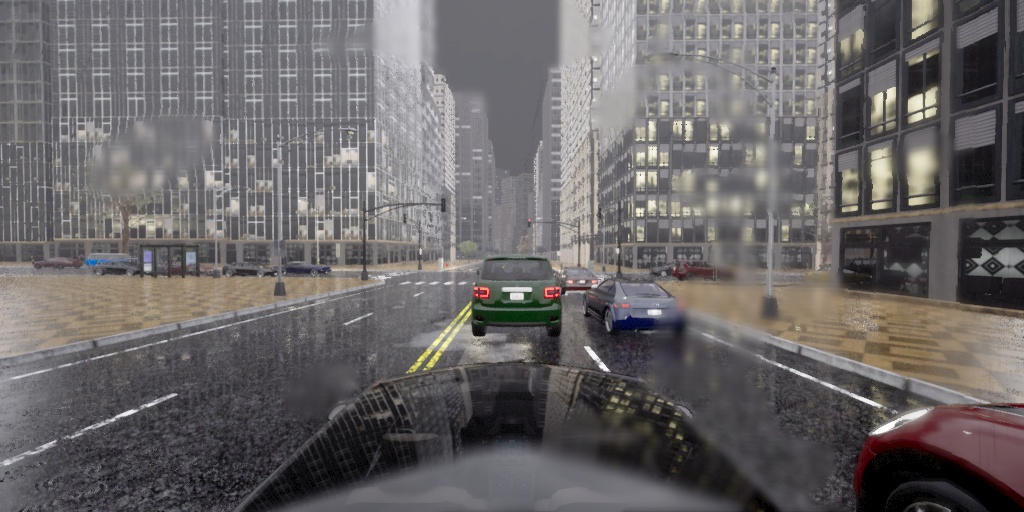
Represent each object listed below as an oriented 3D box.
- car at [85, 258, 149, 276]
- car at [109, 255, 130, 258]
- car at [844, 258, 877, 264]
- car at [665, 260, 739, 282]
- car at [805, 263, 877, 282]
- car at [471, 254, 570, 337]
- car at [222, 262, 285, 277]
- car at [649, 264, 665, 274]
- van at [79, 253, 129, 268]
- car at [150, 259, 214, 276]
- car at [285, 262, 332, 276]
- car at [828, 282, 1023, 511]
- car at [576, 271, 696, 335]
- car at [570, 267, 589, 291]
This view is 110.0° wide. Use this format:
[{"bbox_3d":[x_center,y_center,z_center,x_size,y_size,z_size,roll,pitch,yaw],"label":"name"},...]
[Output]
[{"bbox_3d":[-34.048,1.068,31.483,4.313,1.339,1.948,0,0,1],"label":"car"},{"bbox_3d":[-34.544,0.946,34.127,4.902,1.511,2.128,1,1,1],"label":"car"},{"bbox_3d":[34.180,1.236,36.001,5.566,2.045,2.150,0,1,1],"label":"car"},{"bbox_3d":[16.240,1.268,30.568,5.009,1.841,2.192,0,0,1],"label":"car"},{"bbox_3d":[27.688,1.577,30.353,4.829,1.417,1.751,0,0,1],"label":"car"},{"bbox_3d":[0.114,0.967,10.434,2.150,2.045,5.566,0,0,0],"label":"car"},{"bbox_3d":[-22.684,1.172,31.158,4.313,1.339,1.948,0,0,1],"label":"car"},{"bbox_3d":[16.469,1.364,36.369,4.892,1.490,1.837,0,1,-1],"label":"car"},{"bbox_3d":[-45.226,0.603,40.161,3.998,1.789,1.690,0,0,1],"label":"van"},{"bbox_3d":[-28.368,1.136,31.300,4.207,1.307,1.802,0,0,1],"label":"car"},{"bbox_3d":[-19.672,1.190,33.800,4.718,1.301,1.895,1,1,1],"label":"car"},{"bbox_3d":[3.344,1.103,0.484,2.097,1.767,4.553,0,0,0],"label":"car"},{"bbox_3d":[3.370,1.309,10.528,1.994,1.385,4.181,0,0,-1],"label":"car"},{"bbox_3d":[3.381,1.287,19.771,2.033,1.411,5.357,0,0,0],"label":"car"}]
